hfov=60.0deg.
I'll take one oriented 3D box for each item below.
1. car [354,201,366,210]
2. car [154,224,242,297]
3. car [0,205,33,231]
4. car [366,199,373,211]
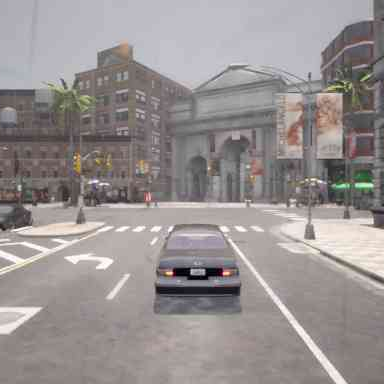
[{"bbox_3d":[22.279,1.564,40.966,4.181,1.385,1.994,0,0,0],"label":"car"},{"bbox_3d":[0.111,1.547,8.741,2.033,1.411,5.357,0,0,0],"label":"car"},{"bbox_3d":[-11.562,1.525,20.676,1.812,1.442,4.674,0,0,-3],"label":"car"},{"bbox_3d":[22.705,1.526,37.468,4.674,1.442,1.812,0,0,1],"label":"car"}]
